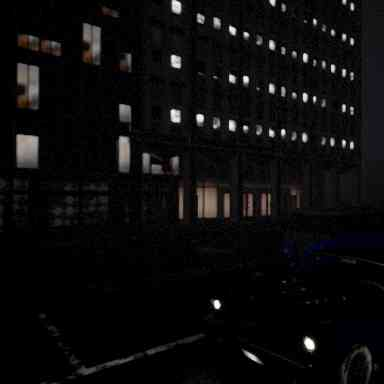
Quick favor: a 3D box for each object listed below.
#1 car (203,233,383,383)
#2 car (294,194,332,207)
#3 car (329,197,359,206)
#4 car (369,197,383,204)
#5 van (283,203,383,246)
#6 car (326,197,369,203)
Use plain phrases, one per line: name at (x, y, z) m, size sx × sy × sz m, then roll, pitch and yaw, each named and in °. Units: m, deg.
car at (2.498, 1.608, 5.161) m, size 4.718 × 1.301 × 1.895 m, roll 0°, pitch 0°, yaw -36°
car at (18.359, 1.230, 50.684) m, size 2.192 × 1.841 × 5.009 m, roll 1°, pitch 0°, yaw -35°
car at (25.254, 1.553, 55.444) m, size 1.802 × 1.307 × 4.206 m, roll 1°, pitch 0°, yaw -35°
car at (28.304, 1.519, 51.027) m, size 1.752 × 1.417 × 4.829 m, roll 1°, pitch 0°, yaw -35°
van at (4.336, 1.355, 9.648) m, size 3.998 × 1.788 × 1.690 m, roll 0°, pitch 0°, yaw -36°
car at (21.503, 1.488, 46.127) m, size 2.008 × 1.369 × 4.403 m, roll 1°, pitch 0°, yaw -35°
